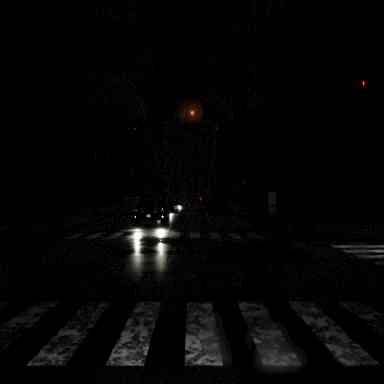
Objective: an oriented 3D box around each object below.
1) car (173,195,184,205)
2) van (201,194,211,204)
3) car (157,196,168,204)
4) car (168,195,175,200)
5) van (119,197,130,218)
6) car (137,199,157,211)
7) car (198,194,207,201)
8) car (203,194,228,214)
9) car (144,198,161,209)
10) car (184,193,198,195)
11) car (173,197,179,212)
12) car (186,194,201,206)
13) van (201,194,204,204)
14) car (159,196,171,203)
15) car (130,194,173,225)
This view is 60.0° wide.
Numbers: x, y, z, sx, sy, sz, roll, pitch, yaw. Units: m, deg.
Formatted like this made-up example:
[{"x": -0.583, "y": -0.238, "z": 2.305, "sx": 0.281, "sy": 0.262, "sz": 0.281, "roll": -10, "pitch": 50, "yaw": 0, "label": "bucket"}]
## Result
[{"x": -2.810, "y": 1.595, "z": 57.219, "sx": 1.895, "sy": 1.301, "sz": 4.718, "roll": 0, "pitch": 0, "yaw": 0, "label": "car"}, {"x": 2.634, "y": 1.334, "z": 62.397, "sx": 1.690, "sy": 1.788, "sz": 3.998, "roll": 0, "pitch": 0, "yaw": 0, "label": "van"}, {"x": -5.445, "y": 1.519, "z": 62.220, "sx": 1.752, "sy": 1.417, "sz": 4.829, "roll": 0, "pitch": 0, "yaw": 0, "label": "car"}, {"x": -5.457, "y": 1.570, "z": 89.421, "sx": 1.802, "sy": 1.307, "sz": 4.206, "roll": 0, "pitch": 0, "yaw": 0, "label": "car"}, {"x": -5.431, "y": 1.339, "z": 29.952, "sx": 1.690, "sy": 1.788, "sz": 3.998, "roll": 0, "pitch": 0, "yaw": 0, "label": "van"}, {"x": -5.436, "y": 1.562, "z": 40.764, "sx": 1.947, "sy": 1.339, "sz": 4.313, "roll": 0, "pitch": 0, "yaw": 0, "label": "car"}, {"x": 2.599, "y": 1.429, "z": 84.021, "sx": 1.967, "sy": 1.590, "sz": 4.097, "roll": 0, "pitch": 0, "yaw": 0, "label": "car"}, {"x": 2.678, "y": 1.312, "z": 35.365, "sx": 2.192, "sy": 1.841, "sz": 5.009, "roll": 0, "pitch": 0, "yaw": 0, "label": "car"}, {"x": -5.438, "y": 1.541, "z": 46.171, "sx": 1.887, "sy": 1.381, "sz": 4.507, "roll": 0, "pitch": 0, "yaw": 0, "label": "car"}, {"x": -0.047, "y": 1.484, "z": 65.166, "sx": 2.128, "sy": 1.511, "sz": 4.902, "roll": 0, "pitch": 0, "yaw": 0, "label": "car"}, {"x": -2.879, "y": 1.545, "z": 37.223, "sx": 2.033, "sy": 1.411, "sz": 5.357, "roll": 0, "pitch": 0, "yaw": 0, "label": "car"}, {"x": 0.013, "y": 1.542, "z": 55.217, "sx": 2.033, "sy": 1.411, "sz": 5.357, "roll": 0, "pitch": 0, "yaw": 0, "label": "car"}, {"x": 2.651, "y": 1.336, "z": 51.584, "sx": 1.690, "sy": 1.788, "sz": 3.998, "roll": 0, "pitch": 0, "yaw": 0, "label": "van"}, {"x": -5.447, "y": 1.543, "z": 67.795, "sx": 2.008, "sy": 1.369, "sz": 4.403, "roll": 0, "pitch": 0, "yaw": 0, "label": "car"}, {"x": -2.868, "y": 1.220, "z": 24.680, "sx": 2.150, "sy": 2.045, "sz": 5.566, "roll": 0, "pitch": 0, "yaw": 0, "label": "car"}]
